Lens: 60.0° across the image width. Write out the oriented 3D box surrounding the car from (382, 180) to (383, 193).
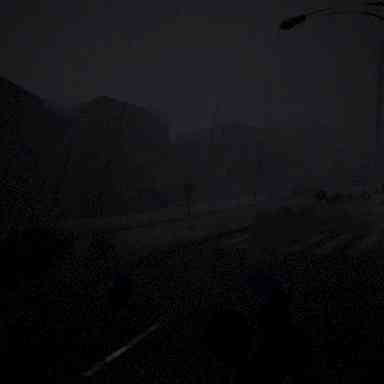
[{"bbox_3d":[24.211,-1.021,39.413,2.150,2.045,5.566,-4,1,41],"label":"car"}]
